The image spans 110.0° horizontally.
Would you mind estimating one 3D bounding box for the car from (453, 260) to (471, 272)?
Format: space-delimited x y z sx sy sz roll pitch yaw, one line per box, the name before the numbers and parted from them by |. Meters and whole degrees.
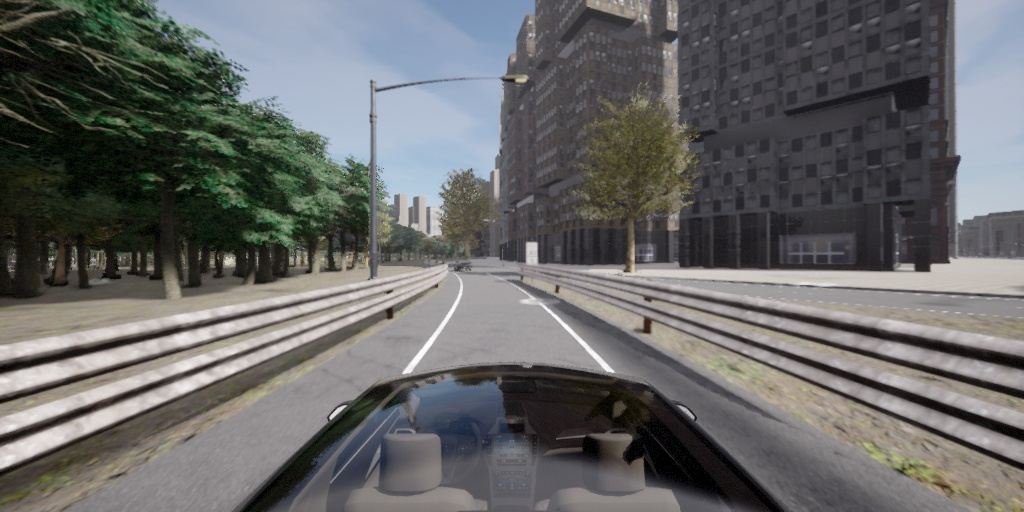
car | -6.643 1.252 47.648 1.837 1.490 4.892 0 0 -16
